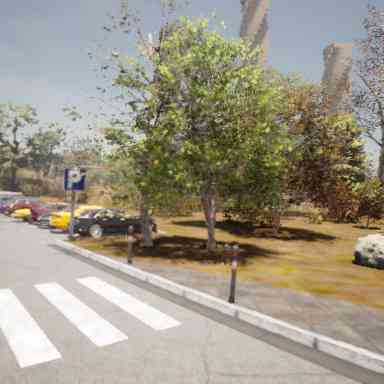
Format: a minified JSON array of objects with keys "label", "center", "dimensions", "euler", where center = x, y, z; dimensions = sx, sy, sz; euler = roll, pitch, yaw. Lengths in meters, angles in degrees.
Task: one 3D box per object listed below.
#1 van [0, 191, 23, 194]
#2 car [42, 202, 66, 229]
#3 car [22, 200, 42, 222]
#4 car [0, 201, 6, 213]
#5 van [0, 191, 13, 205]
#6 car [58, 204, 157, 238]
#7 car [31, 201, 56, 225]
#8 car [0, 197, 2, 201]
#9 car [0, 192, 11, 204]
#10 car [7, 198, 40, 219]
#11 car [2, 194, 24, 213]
[{"label":"van","center":[-23.080,1.041,41.548],"dimensions":[4.442,1.987,1.878],"euler":[2,0,-39]},{"label":"car","center":[-5.901,1.584,20.022],"dimensions":[5.008,1.535,2.097],"euler":[2,-1,-39]},{"label":"car","center":[-9.328,1.579,24.329],"dimensions":[4.792,1.488,2.163],"euler":[2,-1,-39]},{"label":"car","center":[-13.429,1.431,20.715],"dimensions":[2.128,1.511,4.902],"euler":[2,-1,-39]},{"label":"van","center":[-28.447,0.868,47.841],"dimensions":[4.442,1.987,1.878],"euler":[2,0,-39]},{"label":"car","center":[-4.173,1.600,17.876],"dimensions":[4.892,1.521,2.231],"euler":[2,-1,-39]},{"label":"car","center":[-7.619,1.567,22.173],"dimensions":[4.892,1.521,2.231],"euler":[2,-1,-39]},{"label":"car","center":[-16.270,1.473,32.894],"dimensions":[4.674,1.452,2.002],"euler":[2,0,-39]},{"label":"car","center":[-30.062,0.904,50.076],"dimensions":[4.553,1.767,2.185],"euler":[2,0,-39]},{"label":"car","center":[-11.226,1.517,26.344],"dimensions":[5.366,1.575,1.946],"euler":[2,-1,-39]},{"label":"car","center":[-14.555,1.343,30.727],"dimensions":[4.553,1.767,2.185],"euler":[2,0,-39]}]
